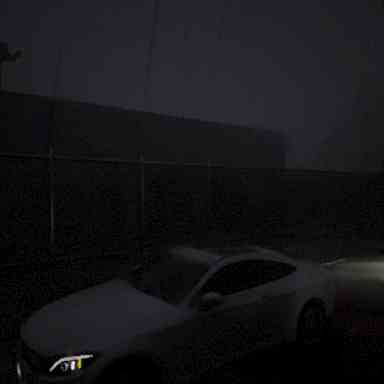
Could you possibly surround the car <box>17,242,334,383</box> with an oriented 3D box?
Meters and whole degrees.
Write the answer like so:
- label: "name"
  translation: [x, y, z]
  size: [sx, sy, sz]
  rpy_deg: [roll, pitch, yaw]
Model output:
- label: "car"
  translation: [0.157, 1.512, 4.714]
  size: [4.674, 1.442, 1.812]
  rpy_deg: [0, 0, -35]
